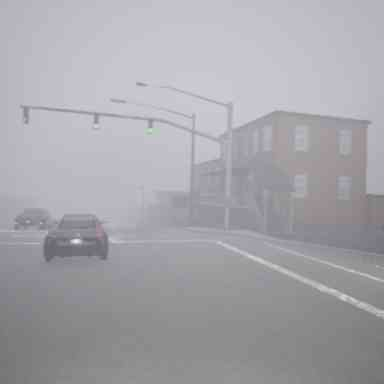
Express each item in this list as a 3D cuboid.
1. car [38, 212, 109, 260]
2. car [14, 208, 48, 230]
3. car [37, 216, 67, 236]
[{"bbox_3d":[-4.037,1.466,11.992,1.994,1.385,4.181,1,0,-16],"label":"car"},{"bbox_3d":[-11.103,1.881,23.536,1.837,1.490,4.892,2,-5,-16],"label":"car"},{"bbox_3d":[-13.777,3.419,32.963,2.033,1.411,5.357,2,-12,-16],"label":"car"}]
